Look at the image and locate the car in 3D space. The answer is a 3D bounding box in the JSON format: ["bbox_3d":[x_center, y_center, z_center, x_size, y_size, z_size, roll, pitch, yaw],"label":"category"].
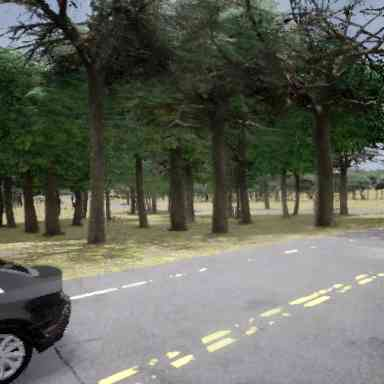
[{"bbox_3d":[-3.835,1.523,3.541,4.892,1.490,1.837,0,0,-42],"label":"car"}]
